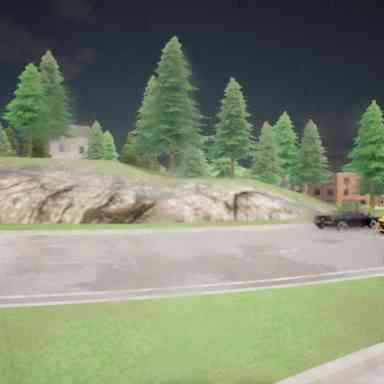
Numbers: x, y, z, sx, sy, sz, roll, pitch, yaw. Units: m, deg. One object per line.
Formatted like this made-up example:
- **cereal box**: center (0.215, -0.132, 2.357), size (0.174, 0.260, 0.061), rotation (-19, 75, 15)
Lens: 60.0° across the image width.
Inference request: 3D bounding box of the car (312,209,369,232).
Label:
- **car**: center (10.317, 1.820, 22.030), size (4.718, 1.301, 1.895), rotation (1, 0, -25)

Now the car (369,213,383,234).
- **car**: center (13.092, 1.710, 19.451), size (5.008, 1.535, 1.882), rotation (1, -1, -25)
